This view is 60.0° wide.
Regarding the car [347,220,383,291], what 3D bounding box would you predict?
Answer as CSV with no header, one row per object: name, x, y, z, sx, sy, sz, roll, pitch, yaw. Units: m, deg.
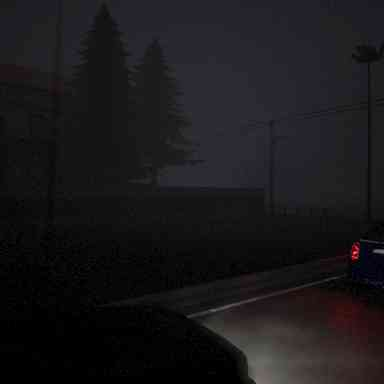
car,5.698,1.352,7.818,4.553,1.767,2.097,0,0,-35

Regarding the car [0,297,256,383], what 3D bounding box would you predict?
car,-2.001,1.547,2.299,5.357,1.411,2.033,0,0,-36
